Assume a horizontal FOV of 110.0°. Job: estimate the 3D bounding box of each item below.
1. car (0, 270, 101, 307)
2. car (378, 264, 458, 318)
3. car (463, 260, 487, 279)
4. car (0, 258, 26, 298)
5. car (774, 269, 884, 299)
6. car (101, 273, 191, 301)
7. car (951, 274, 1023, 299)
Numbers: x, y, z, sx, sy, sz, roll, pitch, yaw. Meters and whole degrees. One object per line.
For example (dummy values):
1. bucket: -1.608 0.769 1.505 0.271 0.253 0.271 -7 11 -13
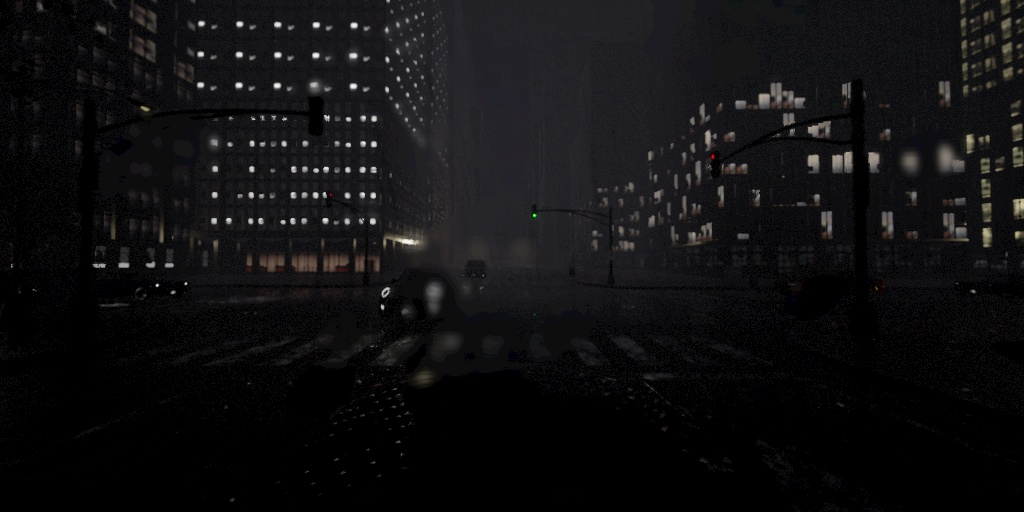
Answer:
1. car: -20.249 1.301 14.544 4.892 1.490 1.837 0 -1 2
2. car: -3.319 1.195 13.472 2.097 1.767 4.553 0 -1 -1
3. car: -3.812 1.445 38.062 2.150 2.045 5.566 0 1 -1
4. car: -28.648 1.092 18.055 5.566 2.045 2.150 0 -1 2
5. car: 17.187 1.478 19.637 5.008 1.535 1.882 0 -1 2
6. car: -18.891 1.482 17.751 4.718 1.301 1.895 0 -1 2
7. car: 27.127 1.610 19.360 4.718 1.301 1.895 0 -1 1
